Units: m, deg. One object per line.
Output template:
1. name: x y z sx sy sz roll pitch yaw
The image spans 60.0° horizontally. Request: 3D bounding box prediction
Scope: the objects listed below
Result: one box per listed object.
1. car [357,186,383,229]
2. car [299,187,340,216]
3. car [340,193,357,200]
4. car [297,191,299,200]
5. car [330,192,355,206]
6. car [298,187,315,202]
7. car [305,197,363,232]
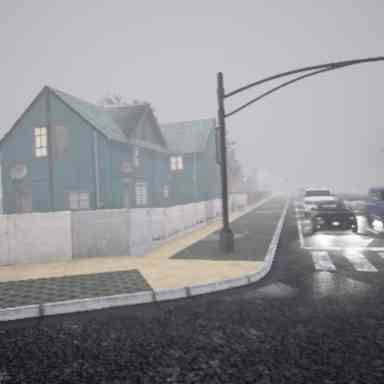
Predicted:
1. car: 10.423 0.725 16.969 2.150 2.045 5.566 -2 0 15
2. car: 9.728 0.697 25.845 2.150 2.045 5.566 -2 0 17
3. car: 13.340 0.930 26.522 1.895 1.301 4.718 -2 0 17
4. car: 12.642 0.655 35.447 2.097 1.767 4.553 -2 0 17
5. car: 16.273 0.757 36.177 1.895 1.301 4.718 -2 0 17
6. car: 16.549 0.304 48.220 2.150 2.045 5.566 -2 0 17
7. car: 7.040 1.202 16.891 1.994 1.385 4.181 -2 0 17
